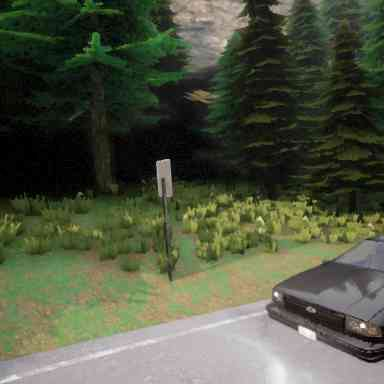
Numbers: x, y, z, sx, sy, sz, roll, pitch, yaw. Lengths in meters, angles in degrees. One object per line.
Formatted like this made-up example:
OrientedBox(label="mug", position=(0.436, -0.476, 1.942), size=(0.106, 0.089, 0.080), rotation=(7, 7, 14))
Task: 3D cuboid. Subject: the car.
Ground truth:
OrientedBox(label="car", position=(3.846, 1.506, 5.863), size=(5.357, 1.411, 2.033), rotation=(0, 0, -31))
